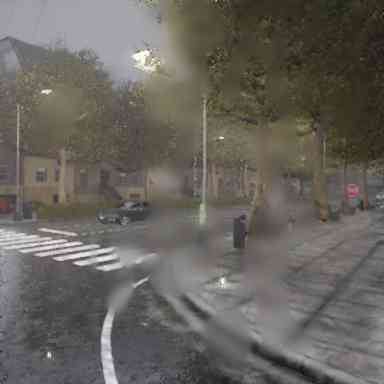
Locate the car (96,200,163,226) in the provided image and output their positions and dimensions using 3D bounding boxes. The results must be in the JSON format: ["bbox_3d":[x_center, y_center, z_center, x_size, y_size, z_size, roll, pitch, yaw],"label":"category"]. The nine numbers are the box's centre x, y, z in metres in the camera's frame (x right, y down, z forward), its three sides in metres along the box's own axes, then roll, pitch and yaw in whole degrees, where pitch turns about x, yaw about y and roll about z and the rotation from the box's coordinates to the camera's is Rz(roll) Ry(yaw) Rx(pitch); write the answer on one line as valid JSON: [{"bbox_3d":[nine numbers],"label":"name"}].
[{"bbox_3d":[-3.923,1.308,21.624,1.837,1.490,4.892,1,0,35],"label":"car"}]

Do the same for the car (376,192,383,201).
[{"bbox_3d":[47.257,1.101,82.744,2.435,2.045,5.566,1,1,35],"label":"car"}]

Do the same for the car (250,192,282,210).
[{"bbox_3d":[9.012,1.011,39.812,2.150,2.045,5.566,1,0,35],"label":"car"}]
